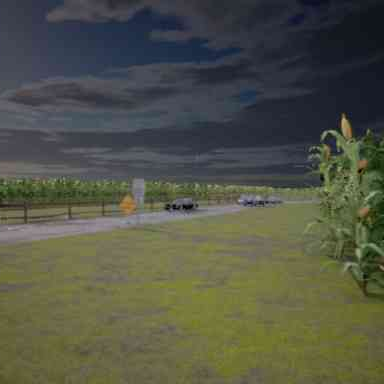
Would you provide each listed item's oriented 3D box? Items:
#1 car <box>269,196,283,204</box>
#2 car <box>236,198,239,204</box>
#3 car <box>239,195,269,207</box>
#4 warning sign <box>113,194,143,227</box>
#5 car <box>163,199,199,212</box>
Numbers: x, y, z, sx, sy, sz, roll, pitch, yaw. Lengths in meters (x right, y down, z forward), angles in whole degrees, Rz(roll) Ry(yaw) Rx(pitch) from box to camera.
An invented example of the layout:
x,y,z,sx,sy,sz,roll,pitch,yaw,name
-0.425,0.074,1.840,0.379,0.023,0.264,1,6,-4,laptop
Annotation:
x,y,z,sx,sy,sz,roll,pitch,yaw,name
14.114,1.372,57.234,1.994,1.385,4.181,1,1,34,car
8.802,1.264,53.993,2.128,1.511,4.902,1,1,31,car
9.214,1.174,48.986,2.097,1.767,4.553,1,1,30,car
-3.738,1.040,19.513,1.300,1.860,1.060,1,1,29,warning sign
-1.118,1.410,35.560,1.895,1.301,4.718,1,1,27,car
